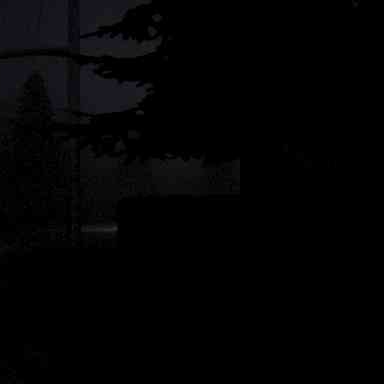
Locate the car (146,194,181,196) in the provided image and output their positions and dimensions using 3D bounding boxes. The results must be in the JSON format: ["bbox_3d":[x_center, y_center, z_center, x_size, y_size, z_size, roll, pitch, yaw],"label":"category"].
[{"bbox_3d":[-2.733,1.194,24.706,2.150,2.045,5.566,0,0,36],"label":"car"}]
